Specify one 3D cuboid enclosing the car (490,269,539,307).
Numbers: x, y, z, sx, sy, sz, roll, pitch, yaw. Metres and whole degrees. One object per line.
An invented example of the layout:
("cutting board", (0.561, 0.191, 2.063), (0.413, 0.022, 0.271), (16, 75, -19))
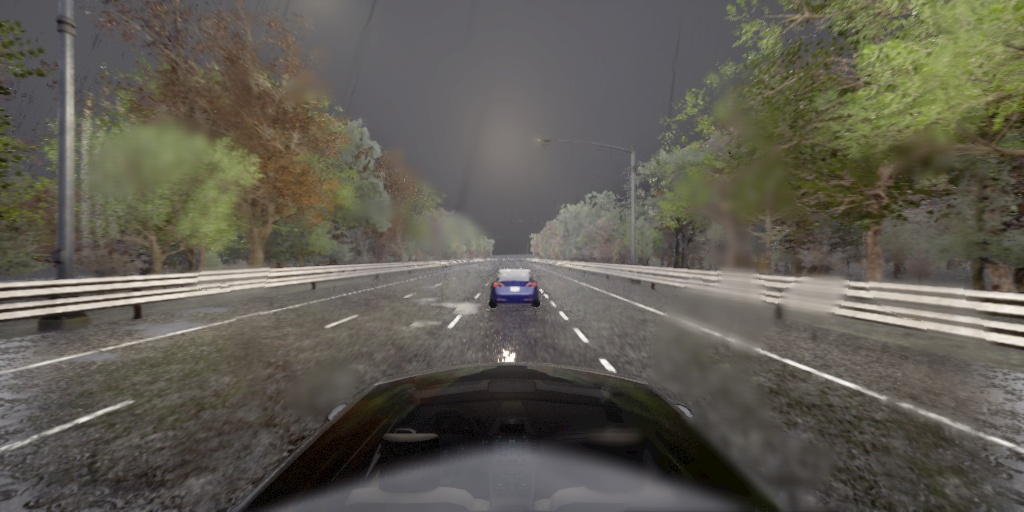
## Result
("car", (0.091, 1.293, 15.769), (2.163, 1.488, 4.792), (0, 0, -1))
